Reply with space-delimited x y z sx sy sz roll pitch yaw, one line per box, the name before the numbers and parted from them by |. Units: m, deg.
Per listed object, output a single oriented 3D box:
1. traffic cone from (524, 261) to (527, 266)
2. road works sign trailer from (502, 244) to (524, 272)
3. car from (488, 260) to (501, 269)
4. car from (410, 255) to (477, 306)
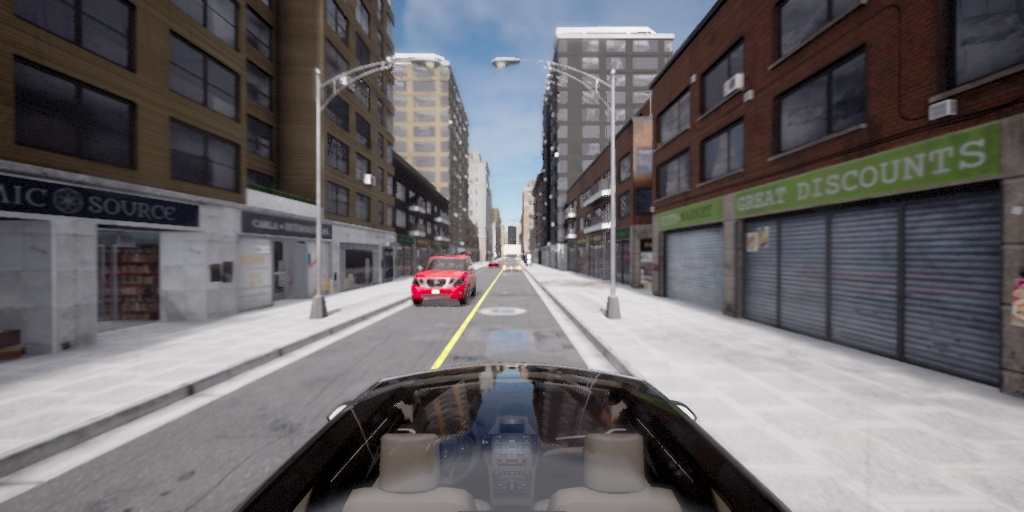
traffic cone | 1.868 1.533 59.063 0.340 0.580 0.340 0 0 2
road works sign trailer | -0.002 0.209 46.063 2.380 3.560 2.880 0 0 0
car | -2.805 1.340 56.932 1.895 1.301 4.718 0 0 1
car | -2.850 0.972 16.145 2.150 2.045 5.566 0 0 0
